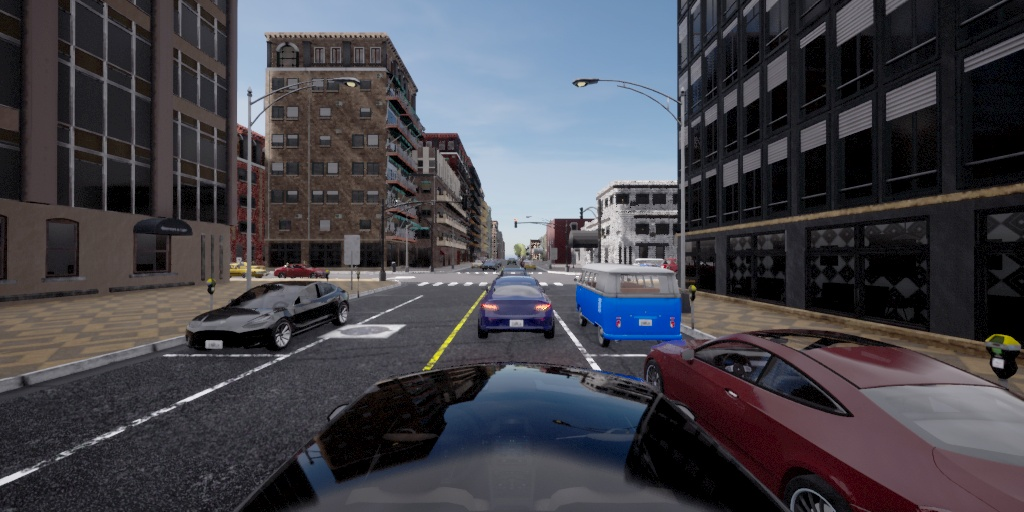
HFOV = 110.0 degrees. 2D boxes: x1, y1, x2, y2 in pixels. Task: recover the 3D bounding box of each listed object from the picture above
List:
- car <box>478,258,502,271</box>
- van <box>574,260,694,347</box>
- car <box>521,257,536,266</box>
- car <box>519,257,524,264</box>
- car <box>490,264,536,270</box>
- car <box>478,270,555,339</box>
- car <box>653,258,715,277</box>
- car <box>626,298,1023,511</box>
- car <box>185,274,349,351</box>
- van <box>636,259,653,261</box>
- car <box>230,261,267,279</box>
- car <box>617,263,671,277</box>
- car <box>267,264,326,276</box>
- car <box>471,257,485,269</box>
[{"bbox_3d":[-3.067,1.329,50.632,2.033,1.411,5.357,0,0,3],"label":"car"},{"bbox_3d":[2.656,1.092,9.000,1.690,1.789,3.998,0,0,0],"label":"van"},{"bbox_3d":[2.684,1.311,53.956,1.751,1.417,4.829,0,0,0],"label":"car"},{"bbox_3d":[2.683,1.382,64.865,1.802,1.307,4.207,0,0,0],"label":"car"},{"bbox_3d":[0.090,1.318,18.451,1.994,1.385,4.181,0,0,0],"label":"car"},{"bbox_3d":[0.100,1.277,10.000,1.812,1.442,4.674,0,0,0],"label":"car"},{"bbox_3d":[14.916,1.107,29.886,5.009,1.841,2.192,0,0,0],"label":"car"},{"bbox_3d":[2.657,1.332,3.311,1.802,1.307,4.207,0,0,0],"label":"car"},{"bbox_3d":[-5.691,1.317,9.025,1.948,1.339,4.313,0,0,0],"label":"car"},{"bbox_3d":[14.893,1.175,38.266,3.998,1.789,1.690,0,0,0],"label":"van"},{"bbox_3d":[-22.963,1.216,29.791,4.829,1.417,1.751,0,0,0],"label":"car"},{"bbox_3d":[13.073,1.417,35.714,4.718,1.301,1.895,0,0,1],"label":"car"},{"bbox_3d":[-17.470,1.284,29.805,4.207,1.307,1.802,0,0,0],"label":"car"},{"bbox_3d":[-5.697,1.318,59.153,1.751,1.417,4.829,0,0,0],"label":"car"}]
